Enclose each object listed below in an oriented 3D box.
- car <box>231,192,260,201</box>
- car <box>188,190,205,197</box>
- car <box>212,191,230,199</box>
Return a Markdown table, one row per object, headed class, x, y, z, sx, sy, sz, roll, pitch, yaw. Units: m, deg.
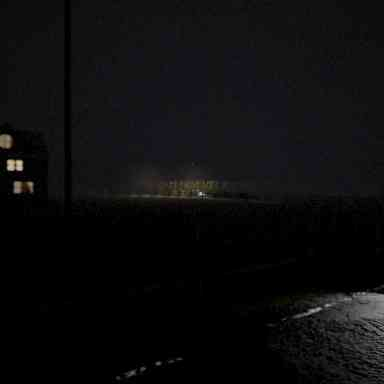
| class | x | y | z | sx | sy | sz | roll | pitch | yaw |
| --- | --- | --- | --- | --- | --- | --- | --- | --- | --- |
| car | 9.291 | 0.695 | 56.170 | 1.882 | 1.535 | 5.008 | 0 | 1 | -35 |
| car | 1.081 | 0.319 | 73.837 | 1.812 | 1.442 | 4.674 | 0 | 1 | -35 |
| car | 6.040 | 0.528 | 66.910 | 2.128 | 1.511 | 4.902 | 0 | 1 | -35 |
